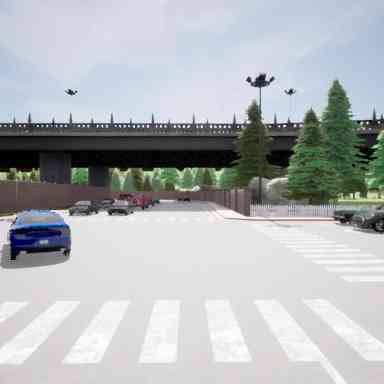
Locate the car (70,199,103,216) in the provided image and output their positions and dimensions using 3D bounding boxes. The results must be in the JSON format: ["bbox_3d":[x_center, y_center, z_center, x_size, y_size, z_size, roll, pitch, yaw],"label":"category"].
[{"bbox_3d":[-10.571,1.526,32.907,1.812,1.442,4.674,0,0,0],"label":"car"}]

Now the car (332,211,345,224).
[{"bbox_3d":[11.985,1.545,22.179,4.718,1.301,1.895,0,0,2],"label":"car"}]

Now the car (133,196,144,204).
[{"bbox_3d":[-11.039,1.608,68.764,1.994,1.385,4.181,0,0,-11],"label":"car"}]

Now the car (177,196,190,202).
[{"bbox_3d":[-1.908,1.553,75.198,1.994,1.385,4.181,0,0,-19],"label":"car"}]

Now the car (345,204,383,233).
[{"bbox_3d":[11.481,1.297,18.671,4.553,1.767,2.097,0,0,2],"label":"car"}]

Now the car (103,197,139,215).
[{"bbox_3d":[-7.043,1.547,33.560,2.033,1.411,5.357,0,0,0],"label":"car"}]

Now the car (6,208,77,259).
[{"bbox_3d":[-5.969,1.460,12.821,1.882,1.535,5.008,0,0,-29],"label":"car"}]

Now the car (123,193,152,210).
[{"bbox_3d":[-7.045,1.221,43.734,2.150,2.045,5.566,0,0,0],"label":"car"}]

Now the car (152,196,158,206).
[{"bbox_3d":[-7.046,1.564,53.742,1.994,1.385,4.181,0,0,0],"label":"car"}]

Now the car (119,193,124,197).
[{"bbox_3d":[-10.578,1.223,52.987,2.150,2.045,5.566,0,0,0],"label":"car"}]

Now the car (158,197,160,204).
[{"bbox_3d":[-7.197,1.547,64.403,2.033,1.411,5.357,0,0,-3],"label":"car"}]
